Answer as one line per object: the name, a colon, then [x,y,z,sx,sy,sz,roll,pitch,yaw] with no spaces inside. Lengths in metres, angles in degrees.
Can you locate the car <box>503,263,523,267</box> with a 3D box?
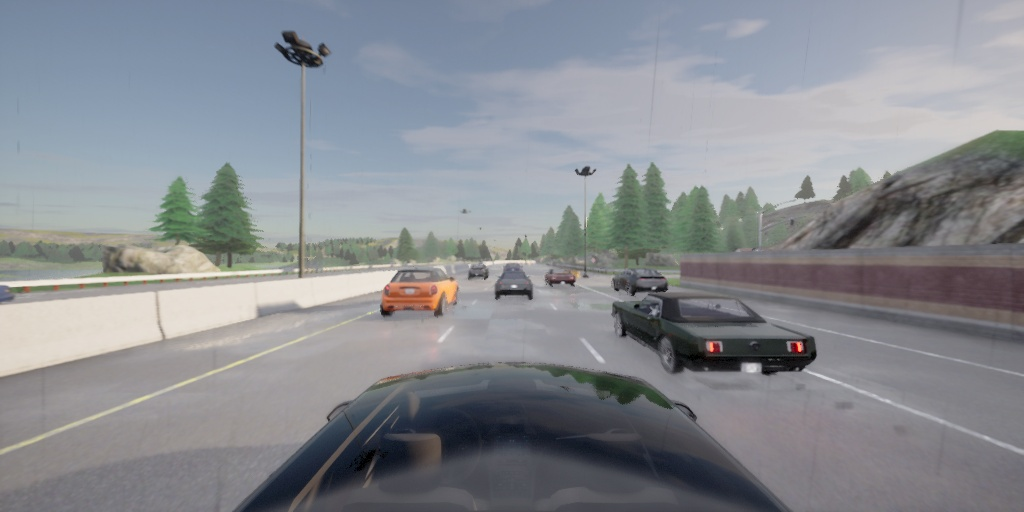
car: [0.109,1.489,39.066,2.097,1.767,4.553,0,-1,0]

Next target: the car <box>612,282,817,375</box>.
car: [3.600,1.412,7.603,1.895,1.301,4.718,0,-1,0]

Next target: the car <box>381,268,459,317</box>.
car: [-3.398,1.229,14.064,2.097,1.767,4.553,0,-1,0]

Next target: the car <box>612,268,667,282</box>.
car: [7.104,1.435,20.356,2.128,1.511,4.902,0,-1,0]

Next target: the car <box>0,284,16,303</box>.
car: [-21.009,1.405,12.010,2.033,1.411,5.357,0,-1,0]

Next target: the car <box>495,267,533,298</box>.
car: [0.104,1.502,19.783,1.994,1.385,4.181,0,-1,0]

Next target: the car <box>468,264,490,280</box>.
car: [-3.392,1.609,37.100,2.128,1.511,4.902,0,-1,0]

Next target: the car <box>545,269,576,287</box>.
car: [3.606,1.620,27.646,1.895,1.301,4.718,0,-1,0]
